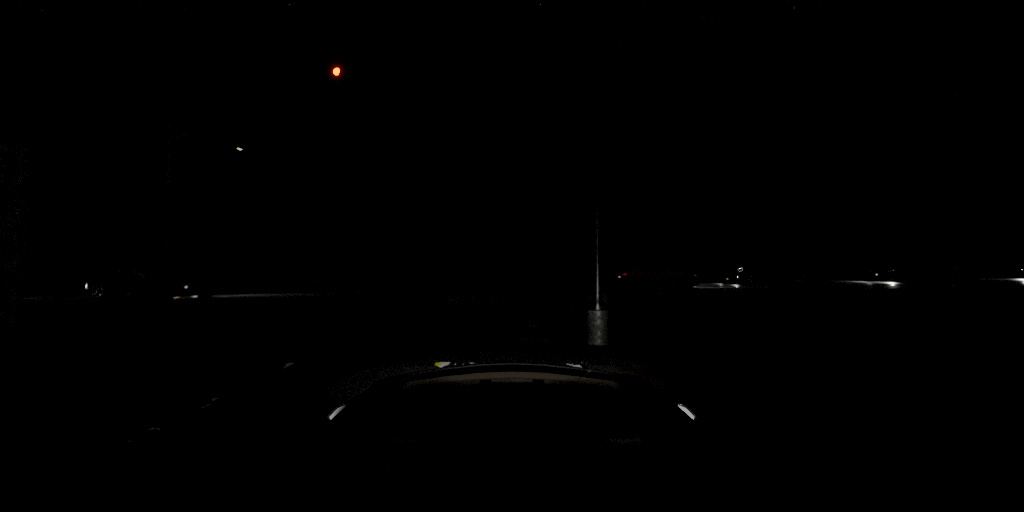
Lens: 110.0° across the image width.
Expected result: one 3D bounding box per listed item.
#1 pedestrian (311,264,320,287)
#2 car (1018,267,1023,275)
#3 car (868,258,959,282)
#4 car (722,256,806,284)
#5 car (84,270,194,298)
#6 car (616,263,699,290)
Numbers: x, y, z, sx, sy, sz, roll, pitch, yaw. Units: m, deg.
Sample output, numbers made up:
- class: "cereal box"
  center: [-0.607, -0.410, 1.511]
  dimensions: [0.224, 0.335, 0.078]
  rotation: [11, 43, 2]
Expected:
- class: "pedestrian"
  center: [-15.062, 1.466, 27.383]
  dimensions: [0.375, 1.860, 0.375]
  rotation: [0, -1, 0]
- class: "car"
  center: [36.724, 0.751, 23.353]
  dimensions: [5.357, 1.411, 2.033]
  rotation: [-1, -2, 0]
- class: "car"
  center: [26.129, 0.891, 23.386]
  dimensions: [4.674, 1.442, 1.812]
  rotation: [-1, -2, 1]
- class: "car"
  center: [16.280, 0.875, 23.413]
  dimensions: [4.553, 1.767, 2.097]
  rotation: [-1, -2, 0]
- class: "car"
  center: [-20.428, 1.484, 19.792]
  dimensions: [4.902, 1.511, 2.128]
  rotation: [-1, -2, 0]
- class: "car"
  center: [7.914, 1.089, 19.725]
  dimensions: [4.181, 1.385, 1.994]
  rotation: [-1, -2, 0]
